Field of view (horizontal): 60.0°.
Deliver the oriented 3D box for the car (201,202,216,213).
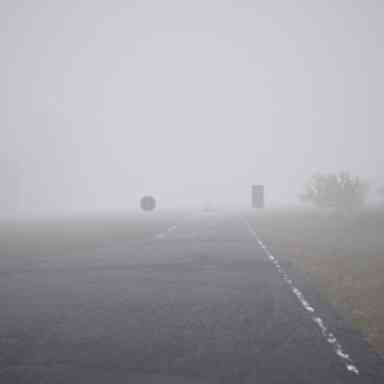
[{"bbox_3d":[2.410,2.165,47.629,1.882,1.535,5.008,-1,-1,6],"label":"car"}]
